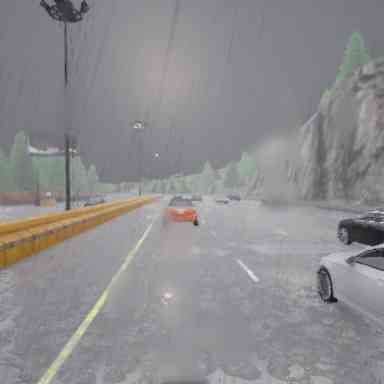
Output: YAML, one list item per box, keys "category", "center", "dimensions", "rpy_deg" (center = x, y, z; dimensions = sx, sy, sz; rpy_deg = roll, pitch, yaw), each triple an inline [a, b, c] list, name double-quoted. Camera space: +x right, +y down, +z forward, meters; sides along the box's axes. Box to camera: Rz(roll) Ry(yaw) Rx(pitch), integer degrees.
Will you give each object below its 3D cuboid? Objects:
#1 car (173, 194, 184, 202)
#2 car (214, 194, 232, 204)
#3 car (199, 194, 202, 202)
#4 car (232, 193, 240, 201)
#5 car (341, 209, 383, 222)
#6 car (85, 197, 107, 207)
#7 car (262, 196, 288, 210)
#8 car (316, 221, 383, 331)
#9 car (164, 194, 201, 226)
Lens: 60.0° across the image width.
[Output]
- category: "car"
  center: [-2.577, 1.117, 64.008]
  dimensions: [1.882, 1.535, 5.008]
  rpy_deg: [-1, 0, -2]
- category: "car"
  center: [4.679, 1.212, 53.383]
  dimensions: [1.895, 1.301, 4.718]
  rpy_deg: [-1, 0, -1]
- category: "car"
  center: [0.928, 1.085, 63.941]
  dimensions: [2.128, 1.511, 4.902]
  rpy_deg: [-1, 0, -2]
- category: "car"
  center: [7.956, 1.012, 63.360]
  dimensions: [1.837, 1.490, 4.892]
  rpy_deg: [-1, 0, -2]
- category: "car"
  center: [6.891, 1.332, 11.518]
  dimensions: [2.128, 1.511, 4.902]
  rpy_deg: [-1, 0, -3]
- category: "car"
  center: [-12.353, 1.413, 43.006]
  dimensions: [1.882, 1.535, 5.008]
  rpy_deg: [-1, 0, -2]
- category: "car"
  center: [9.027, 1.151, 36.490]
  dimensions: [2.128, 1.511, 4.902]
  rpy_deg: [-1, 0, -2]
- category: "car"
  center: [3.541, 1.449, 5.014]
  dimensions: [1.812, 1.442, 4.674]
  rpy_deg: [0, 0, -2]
- category: "car"
  center: [-0.784, 1.224, 22.378]
  dimensions: [2.097, 1.767, 4.553]
  rpy_deg: [-1, 0, -3]
